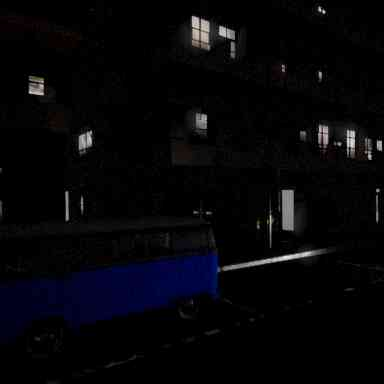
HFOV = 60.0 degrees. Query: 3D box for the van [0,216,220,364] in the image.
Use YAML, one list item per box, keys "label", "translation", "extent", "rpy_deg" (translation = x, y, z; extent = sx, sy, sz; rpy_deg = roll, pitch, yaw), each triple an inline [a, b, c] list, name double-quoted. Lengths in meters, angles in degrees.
- label: "van"
  translation: [-1.411, 1.341, 5.559]
  extent: [3.998, 1.788, 1.690]
  rpy_deg: [0, 0, -35]
